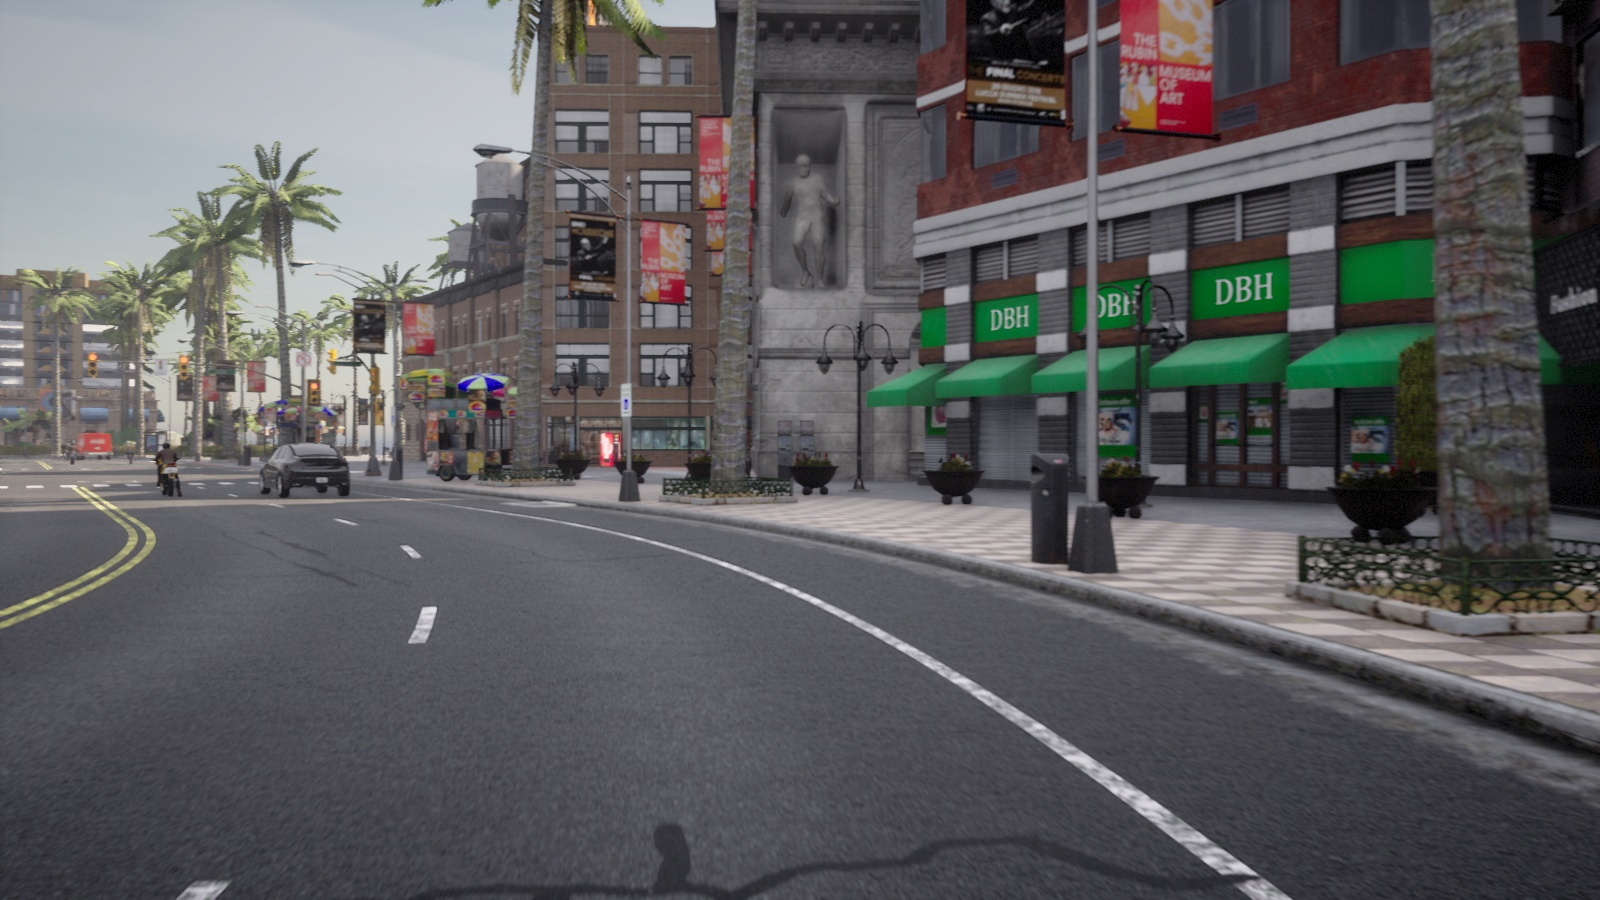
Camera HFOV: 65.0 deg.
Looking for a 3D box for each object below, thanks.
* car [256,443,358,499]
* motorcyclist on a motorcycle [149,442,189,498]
[{"bbox_3d":[-14.326,0.546,36.346,1.837,1.490,4.892,0,0,-32],"label":"car"},{"bbox_3d":[-17.732,0.530,35.251,0.797,1.523,2.044,0,0,-33],"label":"motorcyclist on a motorcycle"}]
